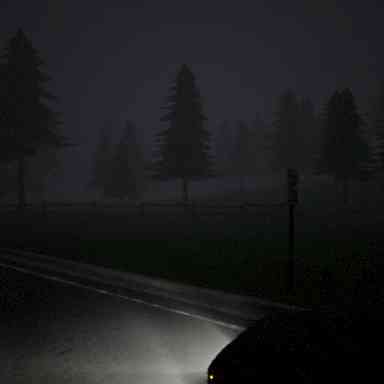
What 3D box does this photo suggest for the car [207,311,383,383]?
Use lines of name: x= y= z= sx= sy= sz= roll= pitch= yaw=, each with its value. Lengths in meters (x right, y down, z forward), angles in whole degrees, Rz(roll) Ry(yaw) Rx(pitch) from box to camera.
car: x=2.660 y=1.550 z=2.094 sx=5.357 sy=1.411 sz=2.033 roll=0 pitch=0 yaw=36
